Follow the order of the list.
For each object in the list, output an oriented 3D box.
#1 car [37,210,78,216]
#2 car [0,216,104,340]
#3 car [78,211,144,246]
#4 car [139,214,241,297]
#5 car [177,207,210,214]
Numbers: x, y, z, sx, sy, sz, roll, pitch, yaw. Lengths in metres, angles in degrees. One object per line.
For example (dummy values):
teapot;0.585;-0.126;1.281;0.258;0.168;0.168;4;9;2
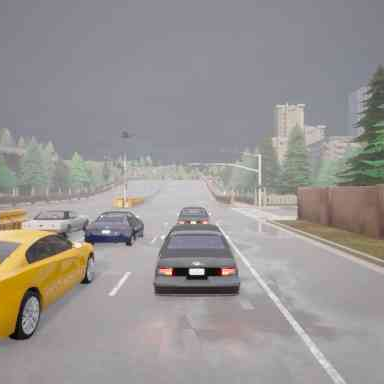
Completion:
car;-6.924;1.601;17.537;1.895;1.301;4.718;0;0;0
car;-3.409;1.478;6.553;1.882;1.535;5.008;0;0;0
car;-3.426;1.564;15.310;1.994;1.385;4.181;0;0;0
car;0.088;1.547;8.764;2.033;1.411;5.357;0;0;0
car;0.098;1.547;18.831;2.033;1.411;5.357;0;0;1
